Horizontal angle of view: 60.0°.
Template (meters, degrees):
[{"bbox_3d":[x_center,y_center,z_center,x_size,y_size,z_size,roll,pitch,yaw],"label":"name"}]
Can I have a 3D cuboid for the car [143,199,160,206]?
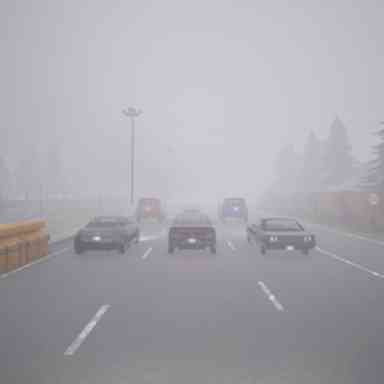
[{"bbox_3d":[-8.390,2.176,69.554,2.128,1.511,4.902,0,-1,9],"label":"car"}]

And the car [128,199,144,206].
[{"bbox_3d":[-11.781,2.184,70.552,1.812,1.442,4.674,0,-1,12],"label":"car"}]

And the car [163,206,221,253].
[{"bbox_3d":[0.011,1.614,14.475,1.882,1.535,5.008,0,0,0],"label":"car"}]

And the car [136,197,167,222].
[{"bbox_3d":[-3.487,1.489,29.030,2.150,2.045,5.566,0,0,0],"label":"car"}]

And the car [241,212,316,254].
[{"bbox_3d":[3.508,1.734,14.104,1.895,1.301,4.718,0,0,0],"label":"car"}]

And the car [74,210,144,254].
[{"bbox_3d":[-3.490,1.698,14.246,1.994,1.385,4.181,0,0,0],"label":"car"}]

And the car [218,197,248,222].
[{"bbox_3d":[3.513,1.489,29.027,2.150,2.045,5.566,0,0,0],"label":"car"}]

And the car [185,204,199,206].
[{"bbox_3d":[0.019,1.801,29.380,1.812,1.442,4.674,0,0,0],"label":"car"}]
